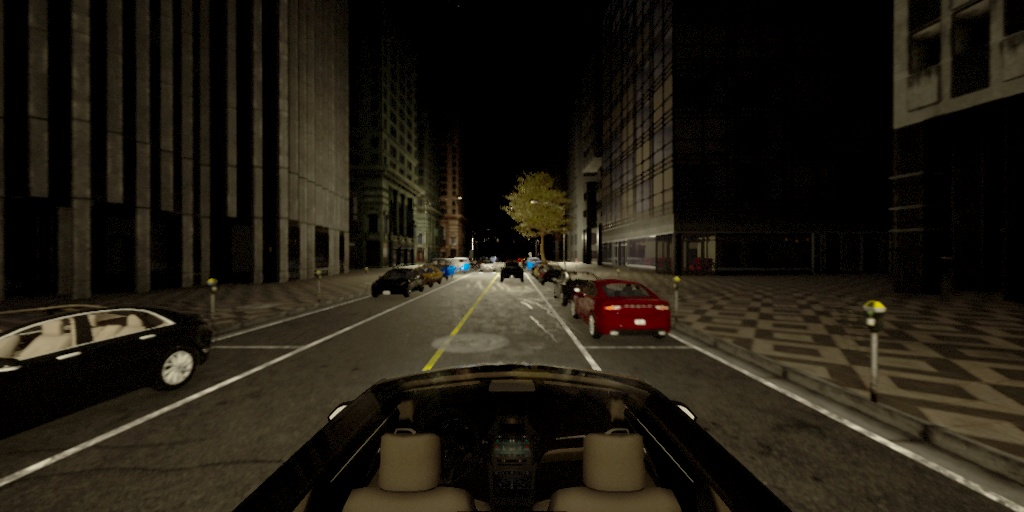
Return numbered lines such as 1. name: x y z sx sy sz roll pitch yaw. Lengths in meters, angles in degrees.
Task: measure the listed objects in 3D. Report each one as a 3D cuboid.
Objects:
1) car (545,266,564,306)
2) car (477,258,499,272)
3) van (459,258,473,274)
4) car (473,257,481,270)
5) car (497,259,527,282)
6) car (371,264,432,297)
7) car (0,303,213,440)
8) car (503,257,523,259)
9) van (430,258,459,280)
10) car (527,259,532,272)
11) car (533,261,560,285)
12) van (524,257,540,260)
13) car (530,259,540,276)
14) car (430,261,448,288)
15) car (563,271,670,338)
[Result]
1. car: 2.765 1.291 15.417 2.007 1.370 4.403 0 0 0
2. car: -2.993 1.257 45.708 1.812 1.442 4.674 0 0 0
3. van: -5.755 1.070 40.306 1.690 1.789 3.998 0 0 0
4. car: -5.752 1.277 51.132 2.007 1.370 4.403 0 0 0
5. car: 0.017 1.239 28.615 1.837 1.490 4.892 0 0 0
6. car: -5.759 1.305 18.652 1.948 1.339 4.313 0 0 0
7. car: -5.763 1.299 4.081 2.007 1.370 4.403 0 0 0
8. car: 0.085 1.205 47.065 1.882 1.535 5.008 0 0 0
9. van: -5.757 1.074 29.479 1.690 1.789 3.998 0 0 0
10. car: 2.769 1.296 35.868 1.948 1.339 4.313 0 0 0
11. car: 2.767 1.285 25.289 2.007 1.370 4.403 0 0 0
12. van: 2.772 1.068 46.445 1.690 1.789 3.998 0 0 0
13. car: 2.768 1.258 30.748 1.751 1.417 4.829 0 0 0
14. car: -5.758 1.261 23.896 1.751 1.417 4.829 0 0 0
15. car: 2.764 1.289 9.973 1.888 1.381 4.507 0 0 0
